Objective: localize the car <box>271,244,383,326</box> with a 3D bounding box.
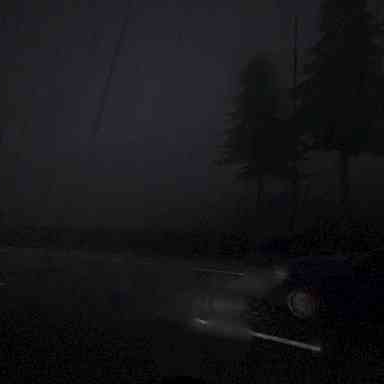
[{"bbox_3d":[3.662,1.516,5.495,4.674,1.442,1.812,0,0,35],"label":"car"}]
